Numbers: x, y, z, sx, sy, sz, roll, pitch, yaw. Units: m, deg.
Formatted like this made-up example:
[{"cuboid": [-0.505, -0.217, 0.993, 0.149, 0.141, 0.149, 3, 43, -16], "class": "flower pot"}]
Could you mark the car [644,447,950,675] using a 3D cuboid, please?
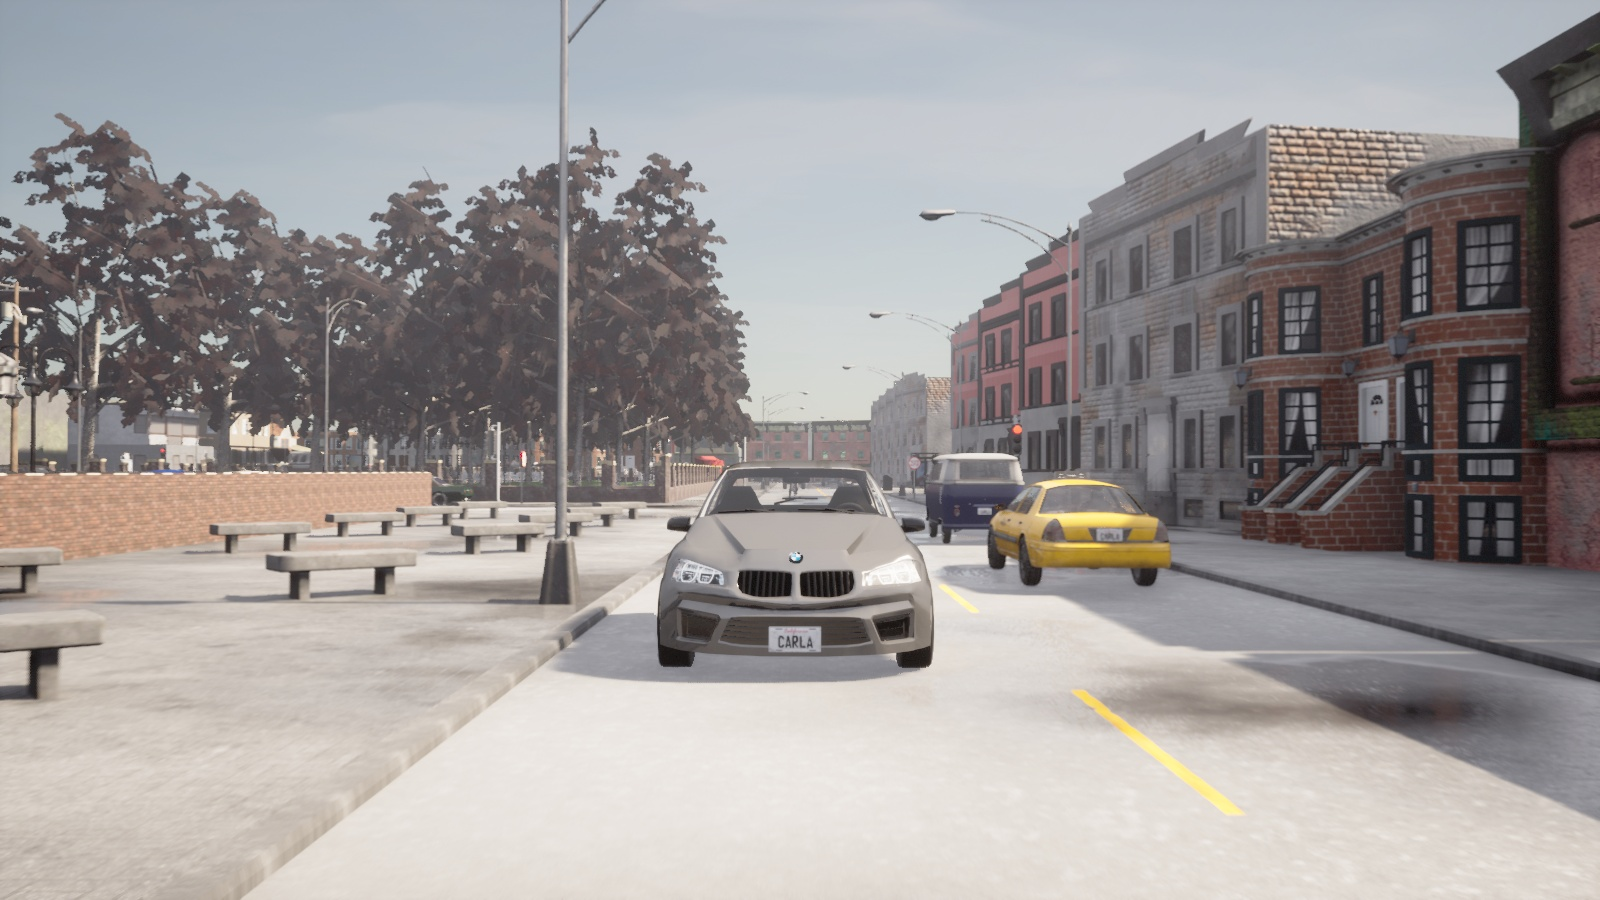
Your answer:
[{"cuboid": [-0.030, 0.852, 11.526, 2.242, 1.667, 4.611, 0, -1, 0], "class": "car"}]

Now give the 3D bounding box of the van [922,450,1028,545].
[{"cuboid": [3.909, 1.032, 28.714, 1.775, 1.987, 4.442, 0, -1, 0], "class": "van"}]

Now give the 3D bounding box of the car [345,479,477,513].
[{"cuboid": [-15.564, 1.821, 50.391, 4.718, 1.301, 1.895, 0, -1, -2], "class": "car"}]

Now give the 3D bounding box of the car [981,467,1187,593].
[{"cuboid": [3.952, 1.047, 18.455, 1.801, 1.575, 5.366, 0, -1, 0], "class": "car"}]

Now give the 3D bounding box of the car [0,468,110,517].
[{"cuboid": [-28.340, 1.563, 46.381, 4.553, 1.767, 2.097, 0, -1, 3], "class": "car"}]
